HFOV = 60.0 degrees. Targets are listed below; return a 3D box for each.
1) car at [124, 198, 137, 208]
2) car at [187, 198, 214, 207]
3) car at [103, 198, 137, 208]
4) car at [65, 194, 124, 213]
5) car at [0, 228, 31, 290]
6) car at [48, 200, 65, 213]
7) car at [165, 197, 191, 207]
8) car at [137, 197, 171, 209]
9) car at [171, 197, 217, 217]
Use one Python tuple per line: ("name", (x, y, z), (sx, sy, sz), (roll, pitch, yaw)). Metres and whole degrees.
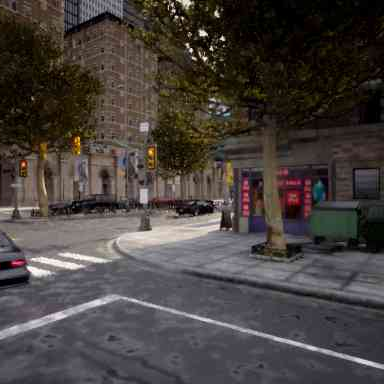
("car", (-8.138, 1.526, 45.468), (1.812, 1.442, 4.674), (0, 0, 36))
("car", (1.425, 1.601, 52.756), (1.895, 1.301, 4.718), (0, 0, 36))
("car", (-10.271, 1.595, 47.917), (1.895, 1.301, 4.718), (0, 0, 36))
("car", (-10.498, 1.221, 36.226), (2.150, 2.045, 5.566), (0, 0, 36))
("car", (-5.653, 1.549, 8.456), (2.033, 1.411, 5.357), (0, 0, -40))
("car", (-13.763, 1.547, 37.679), (2.033, 1.411, 5.357), (0, 0, 36))
("car", (-2.268, 1.564, 53.623), (1.994, 1.385, 4.181), (0, 0, 36))
("car", (-4.594, 1.478, 44.420), (1.882, 1.535, 5.008), (0, 0, 36))
("car", (0.514, 1.478, 31.749), (1.882, 1.535, 5.008), (0, 0, 36))
